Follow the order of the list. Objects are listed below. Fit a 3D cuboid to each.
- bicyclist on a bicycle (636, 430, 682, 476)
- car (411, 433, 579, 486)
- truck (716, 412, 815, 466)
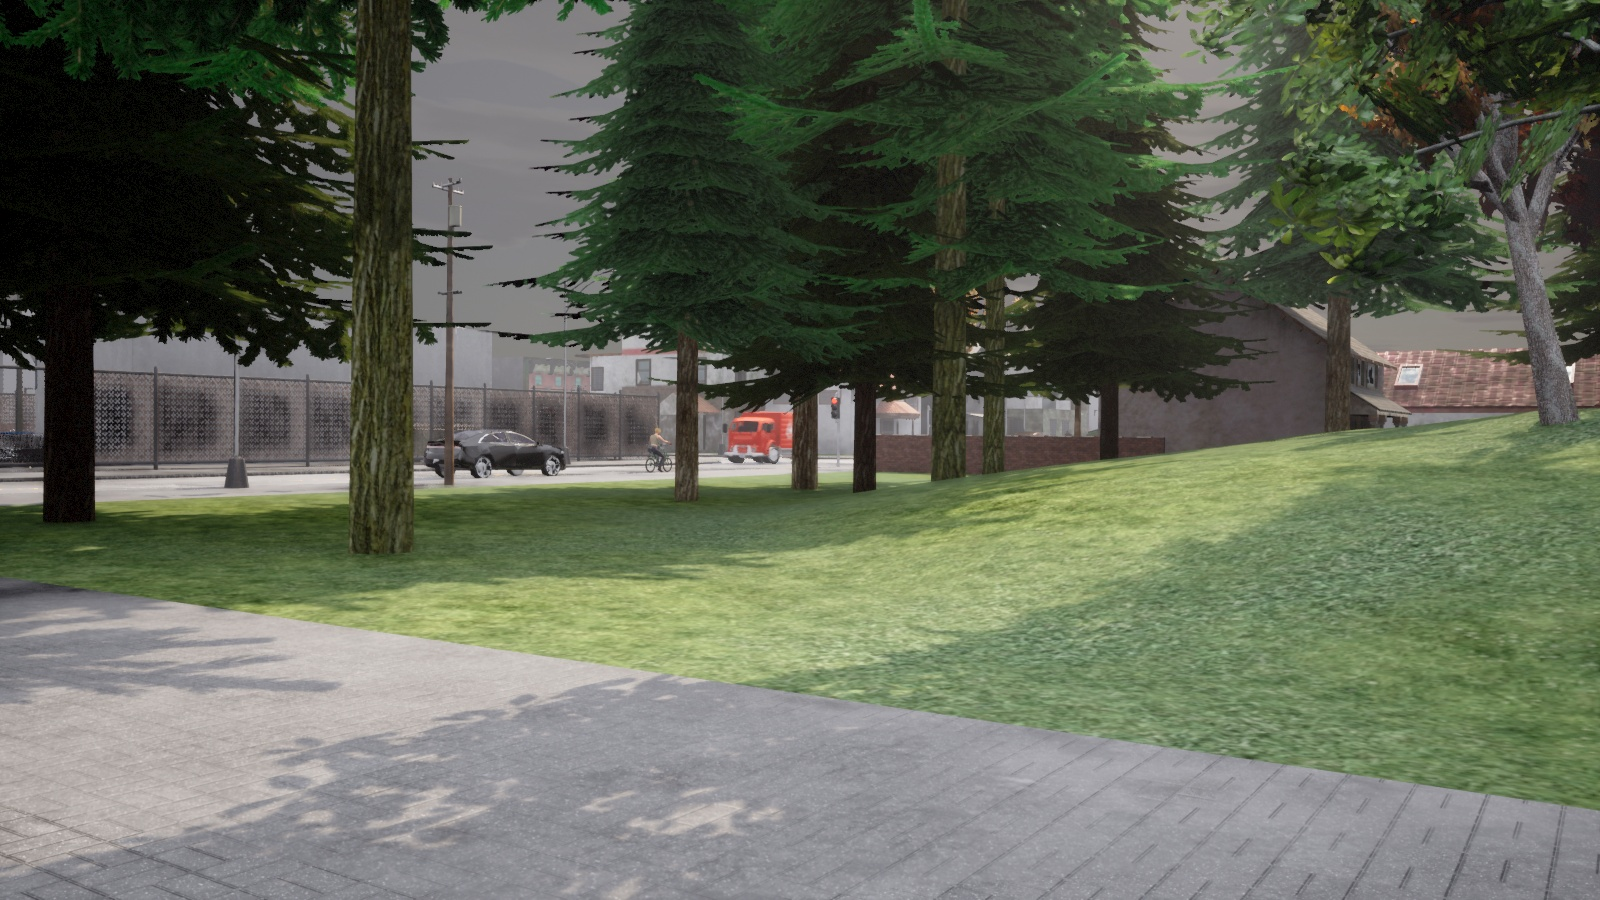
[{"bbox_3d":[-5.094,0.094,45.400,0.866,1.612,1.509,0,1,33],"label":"bicyclist on a bicycle"},{"bbox_3d":[-9.367,0.240,38.970,2.128,1.511,4.902,0,1,34],"label":"car"},{"bbox_3d":[-1.574,-0.564,60.081,2.627,2.467,5.204,0,1,25],"label":"truck"}]
